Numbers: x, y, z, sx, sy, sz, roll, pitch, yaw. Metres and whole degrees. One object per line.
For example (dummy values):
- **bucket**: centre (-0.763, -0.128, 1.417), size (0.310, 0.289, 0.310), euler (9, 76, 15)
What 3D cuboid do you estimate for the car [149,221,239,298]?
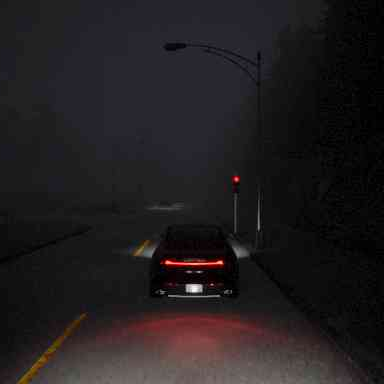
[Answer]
- **car**: centre (0.059, 1.506, 8.480), size (1.837, 1.490, 4.892), euler (0, 0, 0)

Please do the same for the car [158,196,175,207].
- **car**: centre (-4.090, 1.483, 51.206), size (1.882, 1.535, 5.008), euler (0, 0, 0)

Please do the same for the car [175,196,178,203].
- **car**: centre (-4.066, 1.484, 60.551), size (1.882, 1.535, 5.008), euler (0, 0, 0)

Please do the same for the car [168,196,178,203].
- **car**: centre (-3.994, 1.530, 70.753), size (1.812, 1.442, 4.674), euler (0, 0, 0)
